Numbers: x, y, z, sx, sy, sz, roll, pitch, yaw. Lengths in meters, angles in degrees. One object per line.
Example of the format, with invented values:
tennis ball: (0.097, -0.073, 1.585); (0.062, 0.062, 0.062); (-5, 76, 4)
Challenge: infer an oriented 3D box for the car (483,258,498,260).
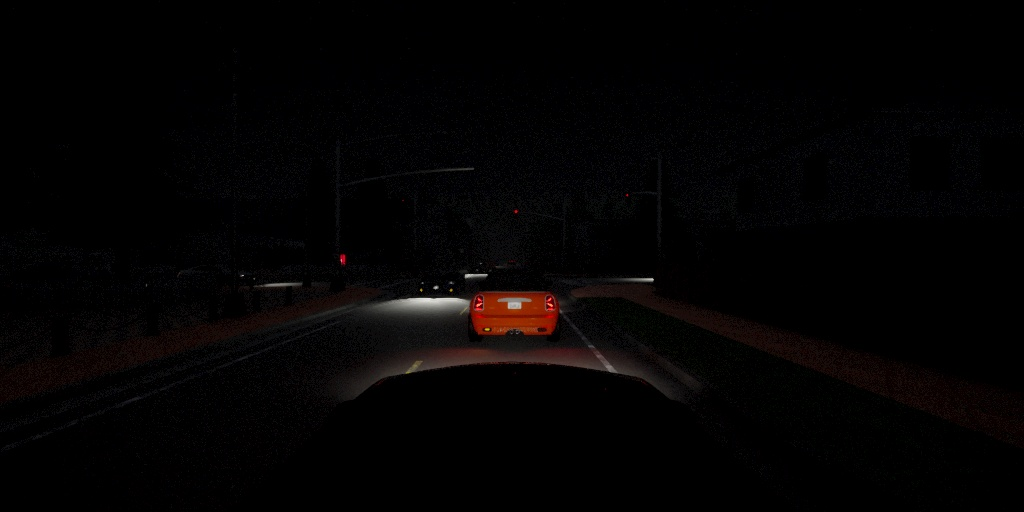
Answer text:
car: (-3.625, 1.102, 52.726); (2.097, 1.767, 4.553); (0, 0, 0)

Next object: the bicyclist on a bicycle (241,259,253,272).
bicyclist on a bicycle: (-23.577, 1.066, 31.814); (0.582, 1.620, 1.656); (0, 0, -2)

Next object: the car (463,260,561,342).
car: (0.066, 1.102, 9.970); (2.097, 1.767, 4.553); (0, 0, 0)

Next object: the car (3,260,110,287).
car: (-30.191, 1.243, 24.139); (5.008, 1.535, 1.882); (0, 0, -1)

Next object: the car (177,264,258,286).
car: (-20.012, 1.291, 24.456); (4.674, 1.442, 1.812); (0, 0, -2)

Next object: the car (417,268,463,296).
car: (-3.612, 1.314, 19.044); (1.994, 1.385, 4.181); (0, 0, 0)
